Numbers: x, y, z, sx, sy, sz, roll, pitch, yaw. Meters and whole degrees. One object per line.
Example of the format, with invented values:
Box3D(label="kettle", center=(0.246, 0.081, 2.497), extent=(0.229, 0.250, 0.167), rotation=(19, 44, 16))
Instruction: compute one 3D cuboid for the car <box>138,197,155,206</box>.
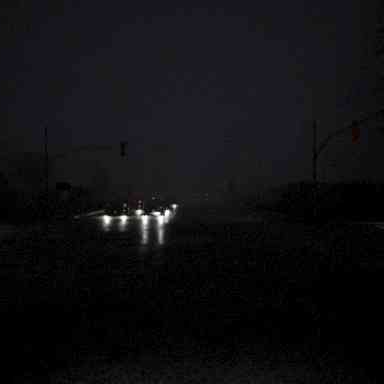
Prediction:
Box3D(label="car", center=(-7.072, 1.457, 51.830), extent=(1.994, 1.385, 4.181), rotation=(0, 0, 0))

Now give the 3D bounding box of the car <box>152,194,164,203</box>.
Box3D(label="car", center=(-6.986, 1.265, 69.071), extent=(2.097, 1.767, 4.553), rotation=(0, 0, 0))

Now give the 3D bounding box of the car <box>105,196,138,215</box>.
Box3D(label="car", center=(-7.095, 1.285, 33.066), extent=(2.097, 1.767, 4.553), rotation=(0, 0, 0))

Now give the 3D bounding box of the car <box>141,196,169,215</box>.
Box3D(label="car", center=(-3.588, 1.459, 33.073), extent=(1.812, 1.442, 4.674), rotation=(0, 0, -1))

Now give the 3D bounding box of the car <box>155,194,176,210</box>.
Box3D(label="car", center=(-3.593, 1.406, 42.226), extent=(2.128, 1.511, 4.902), rotation=(0, 0, 0))

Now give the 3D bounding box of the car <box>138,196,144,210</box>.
Box3D(label="car", center=(-7.092, 1.267, 41.994), extent=(2.097, 1.767, 4.553), rotation=(0, 0, 0))
